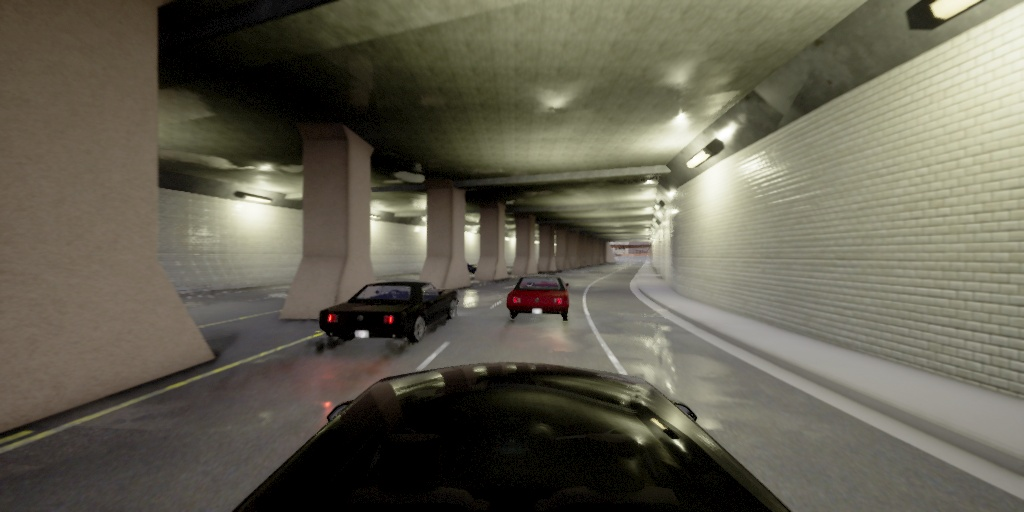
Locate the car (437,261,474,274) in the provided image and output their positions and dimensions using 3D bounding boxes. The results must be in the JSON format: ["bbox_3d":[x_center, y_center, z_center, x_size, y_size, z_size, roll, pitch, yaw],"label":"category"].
[{"bbox_3d":[-6.073,1.237,39.336,1.895,1.301,4.718,0,0,21],"label":"car"}]

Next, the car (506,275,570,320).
[{"bbox_3d":[1.063,1.335,12.715,1.895,1.301,4.718,0,0,8],"label":"car"}]

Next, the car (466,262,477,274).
[{"bbox_3d":[-2.685,1.206,38.404,2.033,1.411,5.357,0,0,21],"label":"car"}]

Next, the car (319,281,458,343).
[{"bbox_3d":[-2.848,1.317,9.584,1.895,1.301,4.718,0,0,6],"label":"car"}]
